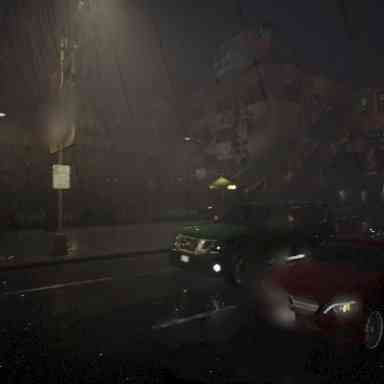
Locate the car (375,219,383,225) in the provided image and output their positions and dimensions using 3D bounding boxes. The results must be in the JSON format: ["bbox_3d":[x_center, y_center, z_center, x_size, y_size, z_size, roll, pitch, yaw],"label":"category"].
[{"bbox_3d":[10.147,1.670,15.459,4.892,1.490,1.837,1,0,-35],"label":"car"}]

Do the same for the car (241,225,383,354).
[{"bbox_3d":[3.325,1.586,6.315,4.674,1.442,1.812,1,0,-35],"label":"car"}]

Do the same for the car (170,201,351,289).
[{"bbox_3d":[2.059,1.291,9.717,5.566,2.045,2.150,1,0,-36],"label":"car"}]

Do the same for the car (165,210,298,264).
[{"bbox_3d":[1.648,1.564,12.905,5.008,1.535,2.097,1,0,-36],"label":"car"}]

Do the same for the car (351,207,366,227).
[{"bbox_3d":[6.799,1.501,16.749,4.553,1.767,2.185,1,0,-36],"label":"car"}]
